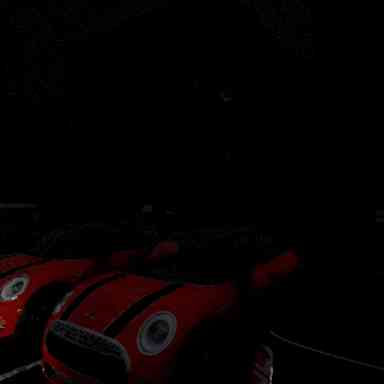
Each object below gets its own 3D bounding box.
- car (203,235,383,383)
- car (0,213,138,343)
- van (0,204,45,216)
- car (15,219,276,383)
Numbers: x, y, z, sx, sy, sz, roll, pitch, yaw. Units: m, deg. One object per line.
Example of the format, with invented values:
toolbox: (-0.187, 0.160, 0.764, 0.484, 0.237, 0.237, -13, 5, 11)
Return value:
car: (2.312, 1.355, 3.583, 2.185, 1.767, 4.553, -1, 0, 35)
car: (-2.142, 1.407, 6.835, 2.185, 1.767, 4.553, -1, 0, 35)
van: (-6.718, 1.362, 9.918, 1.878, 1.987, 4.442, -1, 0, 35)
car: (0.103, 1.381, 5.235, 2.185, 1.767, 4.553, -1, 0, 35)
